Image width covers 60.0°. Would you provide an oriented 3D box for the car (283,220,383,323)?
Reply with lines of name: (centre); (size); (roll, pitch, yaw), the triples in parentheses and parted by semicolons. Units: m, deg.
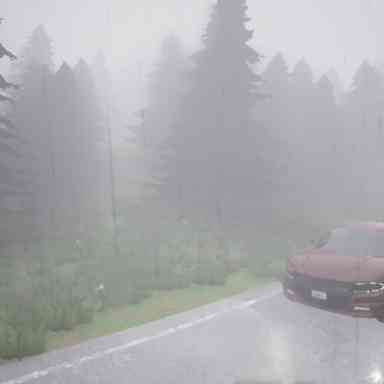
car: (3.876, 1.443, 7.392); (1.882, 1.535, 5.008); (1, 1, 44)
